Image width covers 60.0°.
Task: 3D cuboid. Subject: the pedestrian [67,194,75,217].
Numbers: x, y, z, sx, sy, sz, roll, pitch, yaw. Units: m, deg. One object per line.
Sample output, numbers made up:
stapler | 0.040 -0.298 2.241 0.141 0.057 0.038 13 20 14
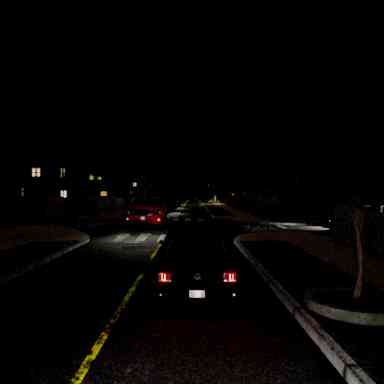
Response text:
pedestrian | -9.631 1.046 26.420 0.375 1.860 0.375 0 -2 0

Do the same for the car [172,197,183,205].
car | -2.790 1.674 65.691 1.812 1.442 4.674 0 0 0

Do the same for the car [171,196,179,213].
car | -2.850 1.559 38.697 1.837 1.490 4.892 0 -1 0

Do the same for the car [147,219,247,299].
car | 0.098 1.605 8.391 1.895 1.301 4.718 0 0 0

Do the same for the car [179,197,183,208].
car | -2.838 1.442 50.887 2.097 1.767 4.553 0 0 0

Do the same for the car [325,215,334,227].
car | 11.714 1.900 23.505 4.181 1.385 1.994 1 -1 -1

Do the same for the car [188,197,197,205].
car | 0.094 1.643 63.220 1.837 1.490 4.892 0 0 0

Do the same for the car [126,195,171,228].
car | -2.812 1.210 21.797 2.150 2.045 5.566 1 -1 0
